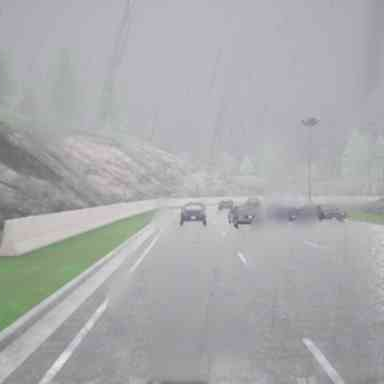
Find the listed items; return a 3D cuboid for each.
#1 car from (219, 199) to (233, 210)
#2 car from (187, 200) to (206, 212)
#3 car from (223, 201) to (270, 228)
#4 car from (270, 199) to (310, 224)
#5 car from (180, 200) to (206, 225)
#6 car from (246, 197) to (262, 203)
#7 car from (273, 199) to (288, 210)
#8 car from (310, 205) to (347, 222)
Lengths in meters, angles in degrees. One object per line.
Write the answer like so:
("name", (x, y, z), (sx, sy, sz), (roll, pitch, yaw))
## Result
("car", (4.719, 1.635, 44.343), (2.128, 1.511, 4.902), (0, 0, 11))
("car", (0.683, 1.740, 43.022), (1.895, 1.301, 4.718), (0, 0, 7))
("car", (3.595, 1.622, 23.063), (2.033, 1.411, 5.357), (0, 0, 0))
("car", (7.094, 1.561, 25.579), (1.882, 1.535, 5.008), (0, 0, 0))
("car", (0.081, 1.607, 24.992), (1.812, 1.442, 4.674), (0, 0, 0))
("car", (8.231, 1.495, 44.104), (2.097, 1.767, 4.553), (0, 0, 11))
("car", (12.055, 1.673, 45.478), (1.812, 1.442, 4.674), (0, 0, 14))
("car", (10.594, 1.688, 26.997), (1.895, 1.301, 4.718), (0, 0, 0))
